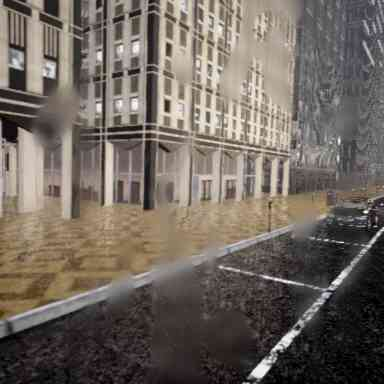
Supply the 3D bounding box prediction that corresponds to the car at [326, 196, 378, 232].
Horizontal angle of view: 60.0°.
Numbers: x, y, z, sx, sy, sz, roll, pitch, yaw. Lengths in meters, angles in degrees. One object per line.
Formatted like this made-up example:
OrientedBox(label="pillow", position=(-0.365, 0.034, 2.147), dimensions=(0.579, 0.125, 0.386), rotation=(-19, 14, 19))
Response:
OrientedBox(label="car", position=(7.545, 0.909, 15.486), dimensions=(2.008, 1.369, 4.403), rotation=(4, 4, 35))
